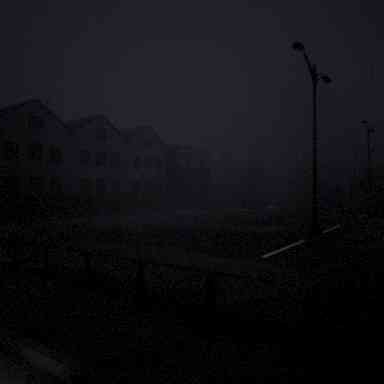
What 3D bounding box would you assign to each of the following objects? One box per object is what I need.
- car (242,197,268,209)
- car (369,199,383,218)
[{"bbox_3d":[8.061,1.380,42.747,1.837,1.490,4.892,0,0,35],"label":"car"},{"bbox_3d":[15.512,1.308,26.743,2.007,1.523,4.514,0,0,35],"label":"car"}]
